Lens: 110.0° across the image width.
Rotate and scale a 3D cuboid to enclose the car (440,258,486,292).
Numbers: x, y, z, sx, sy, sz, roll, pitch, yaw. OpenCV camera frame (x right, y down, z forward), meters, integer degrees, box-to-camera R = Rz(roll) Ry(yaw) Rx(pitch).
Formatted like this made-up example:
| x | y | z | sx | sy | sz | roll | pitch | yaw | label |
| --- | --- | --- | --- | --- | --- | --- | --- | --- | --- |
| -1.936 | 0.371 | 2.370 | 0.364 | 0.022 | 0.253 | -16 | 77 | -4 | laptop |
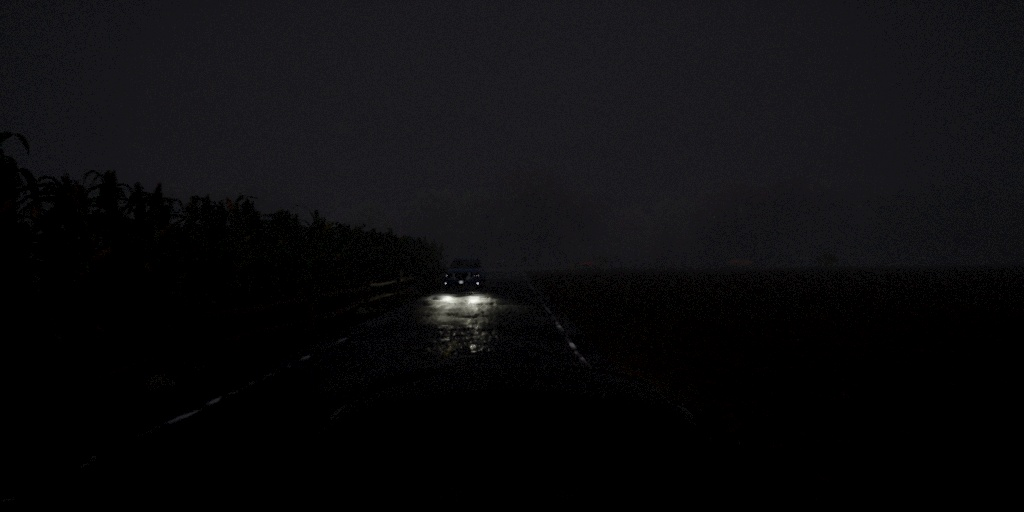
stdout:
| x | y | z | sx | sy | sz | roll | pitch | yaw | label |
| --- | --- | --- | --- | --- | --- | --- | --- | --- | --- |
| -2.847 | 1.119 | 22.834 | 2.150 | 2.045 | 5.566 | 0 | 0 | 0 | car |
